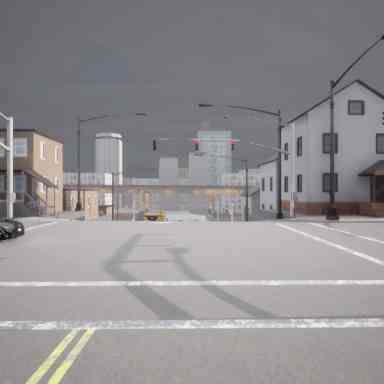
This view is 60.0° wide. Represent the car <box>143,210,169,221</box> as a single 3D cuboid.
[{"bbox_3d":[-3.670,2.533,33.444,1.882,1.535,5.008,0,-9,1],"label":"car"}]

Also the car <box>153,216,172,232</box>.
[{"bbox_3d":[-3.776,4.232,43.667,2.128,1.511,4.902,0,-13,-1],"label":"car"}]

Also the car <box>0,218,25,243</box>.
[{"bbox_3d":[-9.645,1.512,14.485,4.181,1.385,1.994,0,0,-11],"label":"car"}]
